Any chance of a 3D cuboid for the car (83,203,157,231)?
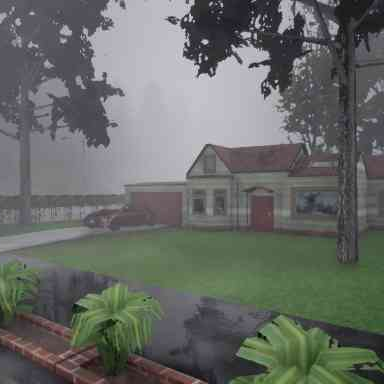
[{"bbox_3d":[-3.872,1.300,18.374,1.994,1.381,4.181,0,0,35],"label":"car"}]
